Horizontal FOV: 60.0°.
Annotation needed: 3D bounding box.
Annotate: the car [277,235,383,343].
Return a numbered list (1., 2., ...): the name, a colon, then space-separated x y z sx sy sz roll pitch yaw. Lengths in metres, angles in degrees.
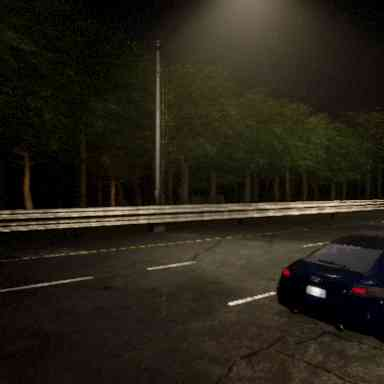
1. car: 3.605 1.540 6.397 4.181 1.385 1.994 0 0 -35
